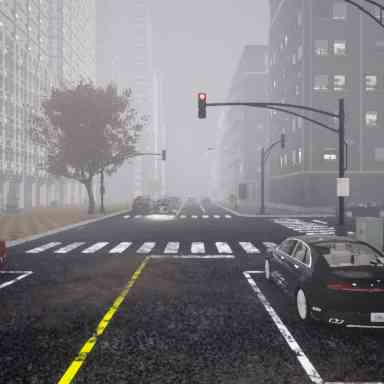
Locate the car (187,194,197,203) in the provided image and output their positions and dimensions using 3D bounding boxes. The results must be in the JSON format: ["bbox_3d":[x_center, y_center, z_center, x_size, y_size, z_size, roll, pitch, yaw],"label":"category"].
[{"bbox_3d":[-0.088,1.602,68.630,2.033,1.411,5.357,0,0,0],"label":"car"}]

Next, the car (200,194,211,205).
[{"bbox_3d":[2.611,1.610,61.402,1.947,1.339,4.313,0,0,0],"label":"car"}]

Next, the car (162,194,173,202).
[{"bbox_3d":[-5.792,1.385,77.961,2.192,1.841,5.009,0,0,0],"label":"car"}]

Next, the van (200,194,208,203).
[{"bbox_3d":[2.596,1.402,72.449,1.690,1.788,3.998,0,0,0],"label":"van"}]

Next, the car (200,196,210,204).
[{"bbox_3d":[2.604,1.577,67.095,1.752,1.417,4.829,0,0,0],"label":"car"}]

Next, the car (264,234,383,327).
[{"bbox_3d":[2.680,1.551,6.923,2.008,1.369,4.403,0,0,0],"label":"car"}]

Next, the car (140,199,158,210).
[{"bbox_3d":[-5.749,1.592,44.824,1.947,1.339,4.313,0,0,0],"label":"car"}]

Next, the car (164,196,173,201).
[{"bbox_3d":[-5.798,1.631,83.484,2.008,1.369,4.403,0,0,0],"label":"car"}]

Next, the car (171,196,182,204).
[{"bbox_3d":[-3.111,1.530,66.925,1.882,1.535,5.008,0,0,0],"label":"car"}]

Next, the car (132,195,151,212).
[{"bbox_3d":[-5.742,1.336,39.301,2.192,1.841,5.009,0,0,0],"label":"car"}]

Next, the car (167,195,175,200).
[{"bbox_3d":[-5.812,1.654,94.529,2.008,1.369,4.403,0,0,0],"label":"car"}]

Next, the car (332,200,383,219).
[{"bbox_3d":[13.392,1.350,26.343,4.403,1.369,2.008,-1,1,-1],"label":"car"}]

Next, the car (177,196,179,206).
[{"bbox_3d":[-3.157,1.629,46.352,1.895,1.301,4.718,0,0,0],"label":"car"}]

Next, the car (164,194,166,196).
[{"bbox_3d":[-5.784,1.626,72.439,1.947,1.339,4.313,0,0,0],"label":"car"}]

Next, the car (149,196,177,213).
[{"bbox_3d":[-3.146,1.510,37.116,2.128,1.511,4.902,0,0,0],"label":"car"}]

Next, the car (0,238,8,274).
[{"bbox_3d":[-5.701,1.545,6.913,1.887,1.381,4.507,0,0,0],"label":"car"}]

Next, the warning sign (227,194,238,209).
[{"bbox_3d":[5.016,1.138,41.440,1.300,1.860,1.060,0,0,0],"label":"warning sign"}]

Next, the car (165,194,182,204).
[{"bbox_3d":[-3.156,1.516,56.438,1.882,1.535,5.008,0,0,0],"label":"car"}]
